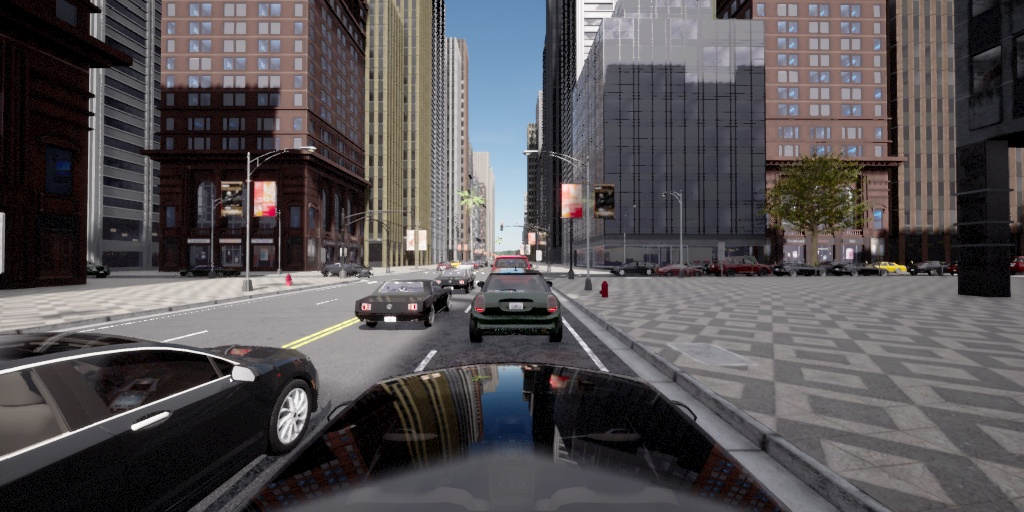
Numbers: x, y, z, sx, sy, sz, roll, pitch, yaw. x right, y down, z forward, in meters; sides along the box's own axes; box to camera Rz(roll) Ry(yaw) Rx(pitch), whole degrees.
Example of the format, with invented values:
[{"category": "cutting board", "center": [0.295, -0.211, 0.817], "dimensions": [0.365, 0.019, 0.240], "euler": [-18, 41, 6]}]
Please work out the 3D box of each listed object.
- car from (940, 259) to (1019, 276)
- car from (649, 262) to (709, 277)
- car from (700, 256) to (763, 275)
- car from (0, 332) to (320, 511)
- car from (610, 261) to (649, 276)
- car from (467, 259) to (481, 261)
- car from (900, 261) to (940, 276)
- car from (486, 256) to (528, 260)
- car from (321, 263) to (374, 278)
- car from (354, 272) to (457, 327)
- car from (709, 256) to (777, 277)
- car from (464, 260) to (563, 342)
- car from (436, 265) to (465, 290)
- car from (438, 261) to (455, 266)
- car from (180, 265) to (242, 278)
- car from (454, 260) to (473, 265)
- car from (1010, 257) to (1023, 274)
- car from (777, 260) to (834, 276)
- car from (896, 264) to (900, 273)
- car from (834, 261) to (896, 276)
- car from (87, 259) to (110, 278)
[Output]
[{"category": "car", "center": [43.442, 1.214, 33.409], "dimensions": [4.507, 1.381, 1.888], "euler": [0, 0, -1]}, {"category": "car", "center": [15.254, 1.327, 32.915], "dimensions": [4.207, 1.307, 1.802], "euler": [0, 0, -1]}, {"category": "car", "center": [23.661, 1.008, 38.852], "dimensions": [5.566, 2.045, 2.150], "euler": [0, -1, -2]}, {"category": "car", "center": [-3.151, 1.255, 2.224], "dimensions": [1.837, 1.490, 4.892], "euler": [0, 0, 0]}, {"category": "car", "center": [13.031, 1.326, 38.652], "dimensions": [4.892, 1.490, 1.837], "euler": [0, -1, -1]}, {"category": "car", "center": [-6.695, 1.633, 61.024], "dimensions": [1.895, 1.301, 4.718], "euler": [0, 0, 0]}, {"category": "car", "center": [42.522, 1.228, 36.025], "dimensions": [4.674, 1.442, 1.812], "euler": [0, -1, -1]}, {"category": "car", "center": [-0.036, 1.003, 19.417], "dimensions": [2.150, 2.045, 5.566], "euler": [0, 0, 0]}, {"category": "car", "center": [-15.686, 1.378, 34.302], "dimensions": [4.902, 1.511, 2.128], "euler": [-1, -1, 7]}, {"category": "car", "center": [-3.167, 1.361, 11.544], "dimensions": [1.895, 1.301, 4.718], "euler": [0, 0, 0]}, {"category": "car", "center": [20.892, 1.041, 33.014], "dimensions": [5.009, 1.841, 2.192], "euler": [0, 0, -1]}, {"category": "car", "center": [0.081, 1.108, 9.897], "dimensions": [2.097, 1.767, 4.553], "euler": [0, 0, 0]}, {"category": "car", "center": [-3.189, 1.387, 20.713], "dimensions": [1.895, 1.301, 4.718], "euler": [0, 0, 0]}, {"category": "car", "center": [-9.942, 1.503, 53.115], "dimensions": [1.812, 1.442, 4.674], "euler": [0, 0, -3]}, {"category": "car", "center": [-29.198, 1.557, 34.863], "dimensions": [4.718, 1.301, 1.895], "euler": [0, -1, 0]}, {"category": "car", "center": [-6.697, 1.569, 51.860], "dimensions": [1.895, 1.301, 4.718], "euler": [0, 0, 0]}, {"category": "car", "center": [49.080, 0.973, 33.508], "dimensions": [5.009, 1.841, 2.192], "euler": [0, 0, -1]}, {"category": "car", "center": [26.529, 1.276, 33.112], "dimensions": [4.313, 1.339, 1.948], "euler": [0, 0, -1]}, {"category": "car", "center": [43.129, 1.296, 41.929], "dimensions": [4.829, 1.417, 1.751], "euler": [0, 0, -1]}, {"category": "car", "center": [32.166, 1.260, 33.211], "dimensions": [4.313, 1.339, 1.948], "euler": [0, 0, -1]}, {"category": "car", "center": [-42.666, 1.240, 34.855], "dimensions": [5.566, 2.045, 2.150], "euler": [-1, -1, 0]}]
